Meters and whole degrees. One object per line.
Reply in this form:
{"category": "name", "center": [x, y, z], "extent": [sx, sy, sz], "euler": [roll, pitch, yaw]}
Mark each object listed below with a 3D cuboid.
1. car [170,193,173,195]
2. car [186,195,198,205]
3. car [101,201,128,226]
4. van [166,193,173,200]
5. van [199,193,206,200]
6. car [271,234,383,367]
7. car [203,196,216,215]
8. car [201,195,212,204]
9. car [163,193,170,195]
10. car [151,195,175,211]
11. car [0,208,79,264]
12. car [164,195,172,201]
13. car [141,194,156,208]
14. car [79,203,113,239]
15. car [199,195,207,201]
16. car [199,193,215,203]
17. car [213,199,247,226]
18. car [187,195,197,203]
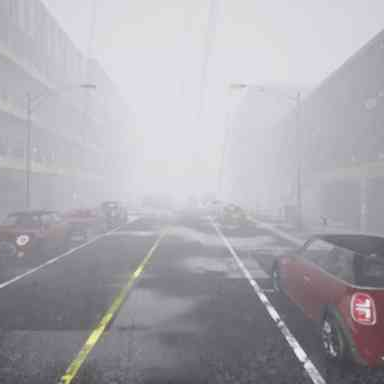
{"category": "car", "center": [-5.709, 1.191, 74.030], "extent": [2.192, 1.841, 5.009], "euler": [0, 0, 0]}
{"category": "car", "center": [0.017, 1.453, 55.601], "extent": [1.994, 1.385, 4.181], "euler": [0, 0, 1]}
{"category": "car", "center": [-5.691, 1.380, 22.819], "extent": [1.967, 1.590, 4.097], "euler": [0, 0, 0]}
{"category": "van", "center": [-5.712, 1.217, 85.408], "extent": [1.690, 1.788, 3.998], "euler": [0, 0, 0]}
{"category": "van", "center": [2.667, 1.217, 85.409], "extent": [1.690, 1.788, 3.998], "euler": [0, 0, 0]}
{"category": "car", "center": [2.695, 1.423, 5.750], "extent": [1.967, 1.590, 4.097], "euler": [0, 0, 0]}
{"category": "car", "center": [2.341, 1.444, 33.221], "extent": [1.812, 1.442, 4.674], "euler": [0, 0, 0]}
{"category": "car", "center": [2.675, 1.323, 62.650], "extent": [1.967, 1.590, 4.097], "euler": [0, 0, 0]}
{"category": "car", "center": [-5.705, 1.323, 62.651], "extent": [1.967, 1.590, 4.097], "euler": [0, 0, 0]}
{"category": "car", "center": [-3.109, 1.456, 38.788], "extent": [2.033, 1.411, 5.357], "euler": [0, 0, 0]}
{"category": "car", "center": [-5.687, 1.408, 11.441], "extent": [1.967, 1.590, 4.097], "euler": [0, 0, 0]}
{"category": "car", "center": [-5.712, 1.401, 79.551], "extent": [1.752, 1.417, 4.829], "euler": [0, 0, 0]}
{"category": "car", "center": [-5.699, 1.215, 45.579], "extent": [2.192, 1.841, 5.009], "euler": [0, 0, 0]}
{"category": "car", "center": [-5.690, 1.499, 17.130], "extent": [1.887, 1.381, 4.507], "euler": [0, 0, 0]}
{"category": "car", "center": [2.668, 1.457, 79.721], "extent": [1.802, 1.307, 4.206], "euler": [0, 0, 0]}
{"category": "car", "center": [2.680, 1.208, 51.270], "extent": [2.192, 1.841, 5.009], "euler": [0, 0, 0]}
{"category": "car", "center": [2.689, 1.465, 22.989], "extent": [1.752, 1.417, 4.829], "euler": [0, 0, 0]}
{"category": "car", "center": [-0.021, 1.339, 68.406], "extent": [1.882, 1.535, 5.008], "euler": [0, 0, 0]}
